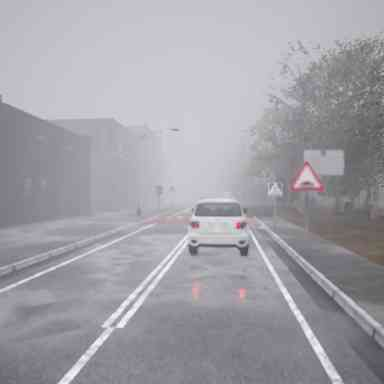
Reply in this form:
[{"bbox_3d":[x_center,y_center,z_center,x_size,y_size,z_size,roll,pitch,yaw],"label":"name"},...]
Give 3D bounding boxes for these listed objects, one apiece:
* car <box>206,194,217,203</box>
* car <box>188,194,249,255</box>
[{"bbox_3d":[4.234,1.393,72.464,2.150,2.045,5.566,0,-1,6],"label":"car"},{"bbox_3d":[1.134,1.262,13.697,2.150,2.045,5.566,0,0,6],"label":"car"}]
